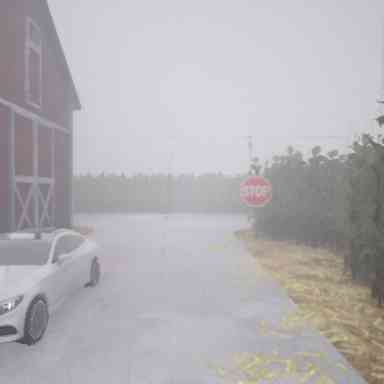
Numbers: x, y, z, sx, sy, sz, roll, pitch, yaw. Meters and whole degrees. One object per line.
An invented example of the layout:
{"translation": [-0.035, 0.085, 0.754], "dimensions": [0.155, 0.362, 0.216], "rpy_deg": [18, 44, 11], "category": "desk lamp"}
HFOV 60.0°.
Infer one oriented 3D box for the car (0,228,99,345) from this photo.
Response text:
{"translation": [-3.161, 1.494, 6.483], "dimensions": [1.812, 1.442, 4.674], "rpy_deg": [0, 0, 0], "category": "car"}
